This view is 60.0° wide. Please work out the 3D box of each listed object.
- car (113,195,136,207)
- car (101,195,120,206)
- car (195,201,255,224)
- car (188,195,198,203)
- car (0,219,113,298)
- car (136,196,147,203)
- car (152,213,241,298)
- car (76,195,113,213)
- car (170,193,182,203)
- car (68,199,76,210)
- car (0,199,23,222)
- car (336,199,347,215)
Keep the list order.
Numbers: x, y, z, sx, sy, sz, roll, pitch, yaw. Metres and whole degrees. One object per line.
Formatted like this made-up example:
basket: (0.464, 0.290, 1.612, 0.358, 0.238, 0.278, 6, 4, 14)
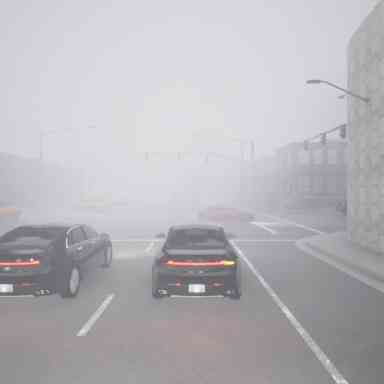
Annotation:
car: (-10.439, 1.547, 51.171, 2.033, 1.411, 5.357, 0, 0, 0)
car: (-13.908, 1.351, 56.965, 2.097, 1.767, 4.553, 0, 0, 0)
car: (2.497, 1.564, 24.341, 4.181, 1.385, 1.994, 0, 0, 10)
car: (0.206, 1.352, 68.179, 2.097, 1.767, 4.553, 0, 0, 0)
car: (-3.396, 1.505, 8.483, 1.837, 1.490, 4.892, 0, 0, 0)
car: (-10.303, 1.546, 67.220, 2.033, 1.411, 5.357, 0, 0, 0)
car: (0.104, 1.505, 8.467, 1.837, 1.490, 4.892, 0, 0, 0)
car: (-10.491, 1.351, 36.231, 2.097, 1.767, 4.553, 0, 0, 0)
car: (-3.294, 1.221, 68.245, 2.150, 2.045, 5.566, 0, 0, 0)
car: (-13.974, 1.504, 41.945, 1.837, 1.490, 4.892, 0, 0, 0)
car: (-14.031, 1.352, 23.605, 2.097, 1.767, 4.553, 0, 0, 0)
car: (14.904, 0.764, 27.510, 5.566, 2.045, 2.150, -5, 0, 0)
